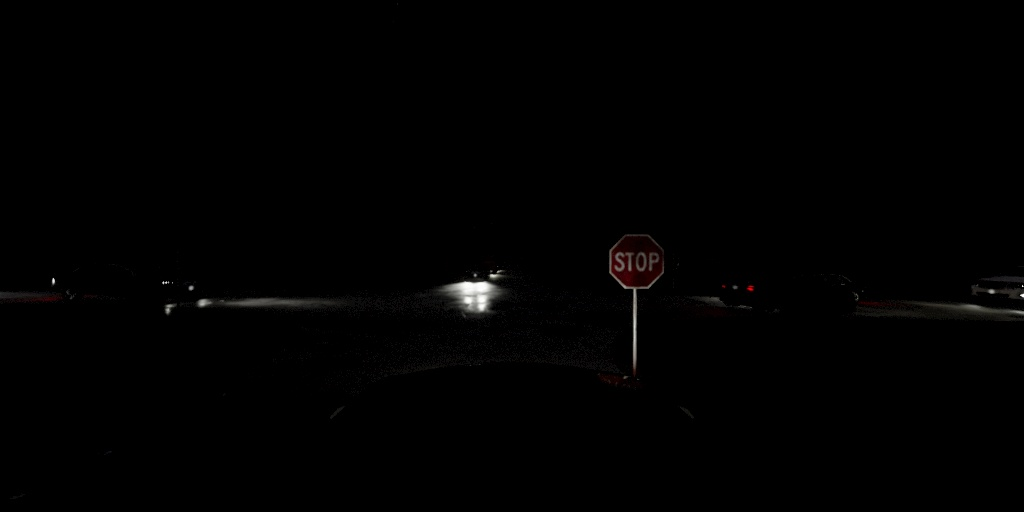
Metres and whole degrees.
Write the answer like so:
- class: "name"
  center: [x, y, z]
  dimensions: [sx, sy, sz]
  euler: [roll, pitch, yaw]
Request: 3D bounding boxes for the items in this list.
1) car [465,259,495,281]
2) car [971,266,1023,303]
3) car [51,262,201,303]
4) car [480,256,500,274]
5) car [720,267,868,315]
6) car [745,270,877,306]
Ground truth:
- class: "car"
  center: [-2.904, 1.260, 30.691]
  dimensions: [2.128, 1.511, 4.902]
  euler: [0, 0, 0]
- class: "car"
  center: [26.260, 1.441, 17.560]
  dimensions: [5.566, 2.045, 2.150]
  euler: [1, 0, 0]
- class: "car"
  center: [-15.472, 0.993, 14.551]
  dimensions: [4.902, 1.511, 2.128]
  euler: [1, 0, 0]
- class: "car"
  center: [-2.929, 1.022, 42.639]
  dimensions: [2.150, 2.045, 5.566]
  euler: [0, 0, 0]
- class: "car"
  center: [11.140, 1.327, 14.590]
  dimensions: [4.553, 1.767, 2.097]
  euler: [1, 0, -3]
- class: "car"
  center: [14.428, 1.522, 17.502]
  dimensions: [4.892, 1.490, 1.837]
  euler: [1, 0, -1]
